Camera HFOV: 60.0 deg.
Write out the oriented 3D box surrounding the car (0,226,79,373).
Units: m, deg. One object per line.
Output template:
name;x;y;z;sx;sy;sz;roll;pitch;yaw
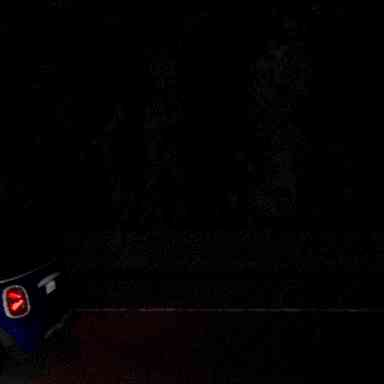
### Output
car;-4.125;1.367;4.741;4.553;1.767;2.097;0;0;1
